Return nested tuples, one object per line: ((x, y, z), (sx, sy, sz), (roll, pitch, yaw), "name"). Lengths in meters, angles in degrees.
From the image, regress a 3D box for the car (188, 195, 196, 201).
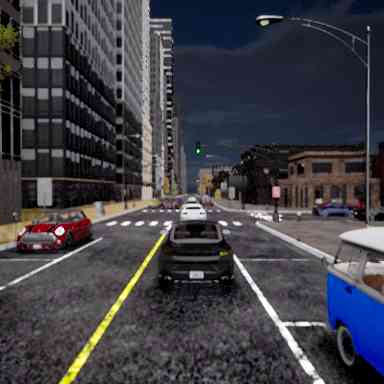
((0.019, 1.838, 79.073), (1.812, 1.442, 4.674), (0, 0, 0), "car")

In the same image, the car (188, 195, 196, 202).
((0.022, 1.633, 89.078), (2.097, 1.767, 4.553), (0, 0, 0), "car")

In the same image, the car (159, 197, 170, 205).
((-5.651, 1.841, 69.108), (1.947, 1.339, 4.313), (-1, 0, 0), "car")

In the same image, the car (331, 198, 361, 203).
((16.535, 1.569, 37.471), (5.009, 1.841, 2.192), (1, 0, 1), "car")

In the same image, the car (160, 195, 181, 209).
((-3.083, 1.544, 48.330), (2.097, 1.767, 4.553), (0, 0, 0), "car")

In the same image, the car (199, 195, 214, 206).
((2.691, 1.670, 57.764), (1.967, 1.590, 4.097), (-1, 0, 0), "car")

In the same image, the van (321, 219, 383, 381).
((2.675, 1.354, 3.144), (1.690, 1.788, 3.998), (-1, 0, 0), "van")

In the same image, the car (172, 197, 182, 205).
((-2.983, 1.749, 68.168), (1.882, 1.535, 5.008), (0, 0, 0), "car")

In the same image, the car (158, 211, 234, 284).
((0.101, 1.545, 9.684), (1.837, 1.490, 4.892), (0, 0, 0), "car")

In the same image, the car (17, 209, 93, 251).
((-5.700, 1.497, 14.229), (1.967, 1.590, 4.097), (-1, 0, 0), "car")

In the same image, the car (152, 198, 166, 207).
((-5.654, 1.796, 57.819), (1.947, 1.339, 4.313), (-1, 0, 0), "car")

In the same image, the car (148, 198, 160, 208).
((-5.827, 1.732, 52.006), (1.752, 1.417, 4.829), (-1, 0, 0), "car")

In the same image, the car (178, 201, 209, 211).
((0.104, 1.623, 24.832), (1.812, 1.442, 4.674), (0, 0, 0), "car")

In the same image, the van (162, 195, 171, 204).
((-5.653, 1.639, 74.753), (1.690, 1.788, 3.998), (-1, 0, 0), "van")

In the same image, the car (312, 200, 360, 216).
((14.825, 1.832, 34.909), (4.181, 1.385, 1.994), (1, 1, 1), "car")

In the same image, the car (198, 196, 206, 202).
((2.702, 1.918, 91.627), (2.008, 1.369, 4.403), (-1, 0, 0), "car")

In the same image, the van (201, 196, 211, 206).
((2.691, 1.593, 63.408), (1.690, 1.788, 3.998), (-1, 0, 0), "van")

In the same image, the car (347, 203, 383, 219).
((16.424, 1.916, 29.093), (4.313, 1.339, 1.947), (1, 0, 1), "car")

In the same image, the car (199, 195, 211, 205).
((2.692, 1.590, 69.052), (2.192, 1.841, 5.009), (-1, 0, 0), "car")
